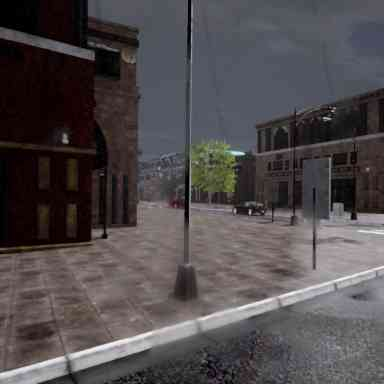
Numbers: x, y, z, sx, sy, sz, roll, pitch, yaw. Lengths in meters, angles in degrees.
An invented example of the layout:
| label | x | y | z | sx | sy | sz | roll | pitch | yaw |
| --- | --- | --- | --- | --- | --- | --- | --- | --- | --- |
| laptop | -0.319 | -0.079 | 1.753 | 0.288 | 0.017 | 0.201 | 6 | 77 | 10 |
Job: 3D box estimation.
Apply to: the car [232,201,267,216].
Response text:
| label | x | y | z | sx | sy | sz | roll | pitch | yaw |
| --- | --- | --- | --- | --- | --- | --- | --- | --- | --- |
| car | 5.783 | 1.628 | 33.768 | 2.008 | 1.369 | 4.403 | 1 | -1 | -27 |

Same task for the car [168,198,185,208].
| label | x | y | z | sx | sy | sz | roll | pitch | yaw |
| --- | --- | --- | --- | --- | --- | --- | --- | --- | --- |
| car | -2.166 | 1.627 | 49.311 | 1.887 | 1.381 | 4.507 | 1 | -1 | -27 |

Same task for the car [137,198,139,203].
| label | x | y | z | sx | sy | sz | roll | pitch | yaw |
| --- | --- | --- | --- | --- | --- | --- | --- | --- | --- |
| car | -12.197 | 1.671 | 69.007 | 1.802 | 1.307 | 4.206 | 1 | -1 | -27 |
